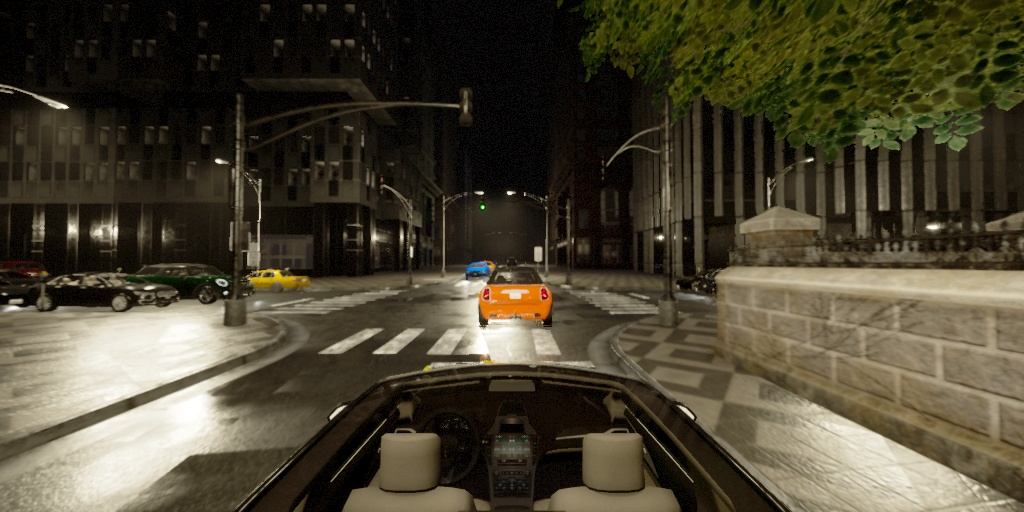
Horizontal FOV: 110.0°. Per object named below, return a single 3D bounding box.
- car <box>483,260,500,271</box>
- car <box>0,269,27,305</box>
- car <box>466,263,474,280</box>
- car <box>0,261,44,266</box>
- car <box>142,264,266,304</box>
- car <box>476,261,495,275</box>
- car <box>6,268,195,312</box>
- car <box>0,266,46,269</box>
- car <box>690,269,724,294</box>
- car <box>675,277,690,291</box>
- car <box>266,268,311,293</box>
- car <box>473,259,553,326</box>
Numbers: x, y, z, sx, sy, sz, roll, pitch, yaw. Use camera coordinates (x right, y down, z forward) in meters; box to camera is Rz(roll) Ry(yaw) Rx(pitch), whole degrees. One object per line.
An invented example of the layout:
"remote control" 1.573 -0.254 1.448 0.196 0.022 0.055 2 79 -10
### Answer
"car" -2.998 1.420 53.103 2.128 1.511 4.902 0 0 0
"car" -20.150 1.283 13.004 4.313 1.339 1.948 0 0 0
"car" -3.089 1.324 33.224 1.882 1.535 5.008 0 0 1
"car" -31.136 1.238 21.588 5.009 1.841 2.192 0 0 0
"car" -13.880 1.121 15.650 4.553 1.767 2.097 0 -1 0
"car" -3.076 1.360 42.672 1.882 1.535 5.008 0 0 0
"car" -14.637 1.260 12.973 4.403 1.370 2.007 0 0 0
"car" -22.964 1.286 15.699 4.892 1.490 1.837 0 -1 0
"car" 12.034 1.380 18.688 4.181 1.385 1.994 0 -1 0
"car" 12.065 1.441 21.348 4.313 1.339 1.948 0 0 0
"car" -14.769 1.426 21.497 4.829 1.417 1.751 0 0 0
"car" 0.093 1.114 11.827 2.097 1.767 4.553 0 0 0
